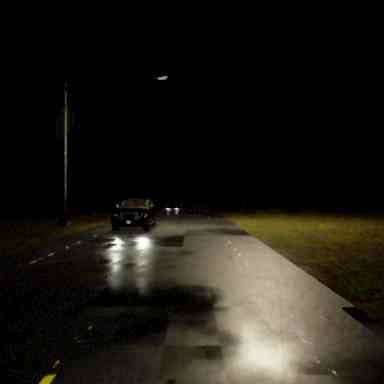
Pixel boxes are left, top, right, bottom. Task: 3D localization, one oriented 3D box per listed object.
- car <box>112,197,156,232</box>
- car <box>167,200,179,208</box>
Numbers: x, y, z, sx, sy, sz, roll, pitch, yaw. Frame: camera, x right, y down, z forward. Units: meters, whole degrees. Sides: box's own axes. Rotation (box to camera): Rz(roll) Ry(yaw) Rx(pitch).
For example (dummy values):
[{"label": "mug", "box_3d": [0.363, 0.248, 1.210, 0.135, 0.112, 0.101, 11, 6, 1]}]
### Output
[{"label": "car", "box_3d": [-3.603, 1.372, 21.637, 2.150, 2.045, 5.566, 0, -1, 0]}, {"label": "car", "box_3d": [-3.545, 2.234, 62.023, 1.837, 1.490, 4.892, 0, -1, 1]}]
